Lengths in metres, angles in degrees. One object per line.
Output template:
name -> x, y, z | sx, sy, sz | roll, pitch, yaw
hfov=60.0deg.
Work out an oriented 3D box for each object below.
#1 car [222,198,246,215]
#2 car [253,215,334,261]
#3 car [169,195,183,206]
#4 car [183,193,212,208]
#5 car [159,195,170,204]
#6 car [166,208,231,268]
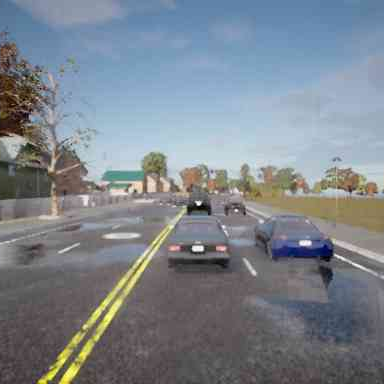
car -> 3.961, 1.351, 31.495 | 1.837, 1.490, 4.892 | 0, 0, 2
car -> 3.462, 1.502, 12.055 | 1.994, 1.385, 4.181 | 0, 0, 1
car -> -1.841, 1.276, 50.203 | 1.837, 1.490, 4.892 | 0, 0, 4
car -> 0.670, 1.073, 30.535 | 2.150, 2.045, 5.566 | 0, 0, 2
car -> -4.513, 1.290, 59.019 | 2.033, 1.411, 5.357 | 0, 0, 4
car -> 0.192, 1.490, 11.053 | 2.033, 1.411, 5.357 | 0, 0, 1
